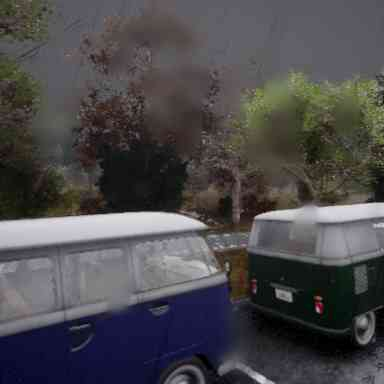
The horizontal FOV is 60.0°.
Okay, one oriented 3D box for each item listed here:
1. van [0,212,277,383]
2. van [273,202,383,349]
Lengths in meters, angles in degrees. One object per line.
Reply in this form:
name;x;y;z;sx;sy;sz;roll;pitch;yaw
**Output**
van;-1.483;1.245;3.048;4.442;1.987;1.878;-1;-1;-36
van;3.140;1.227;6.172;4.442;1.987;1.878;-1;-1;-35
